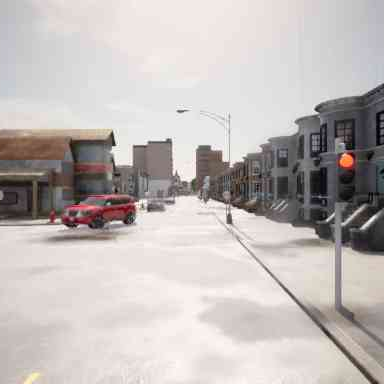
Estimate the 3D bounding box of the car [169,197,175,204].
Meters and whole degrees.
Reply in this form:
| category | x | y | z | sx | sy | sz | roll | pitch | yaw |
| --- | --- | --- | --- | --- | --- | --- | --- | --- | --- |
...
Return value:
| category | x | y | z | sx | sy | sz | roll | pitch | yaw |
| --- | --- | --- | --- | --- | --- | --- | --- | --- | --- |
| car | -4.039 | 1.547 | 61.492 | 2.033 | 1.411 | 5.357 | 0 | 0 | 1 |

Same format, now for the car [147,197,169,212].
| category | x | y | z | sx | sy | sz | roll | pitch | yaw |
| --- | --- | --- | --- | --- | --- | --- | --- | --- | --- |
| car | -4.102 | 1.503 | 39.256 | 1.837 | 1.490 | 4.892 | 0 | 1 | 0 |

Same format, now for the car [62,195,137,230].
| category | x | y | z | sx | sy | sz | roll | pitch | yaw |
| --- | --- | --- | --- | --- | --- | --- | --- | --- | --- |
| car | -5.792 | 1.223 | 21.695 | 2.150 | 2.045 | 5.566 | 1 | 0 | 24 |
